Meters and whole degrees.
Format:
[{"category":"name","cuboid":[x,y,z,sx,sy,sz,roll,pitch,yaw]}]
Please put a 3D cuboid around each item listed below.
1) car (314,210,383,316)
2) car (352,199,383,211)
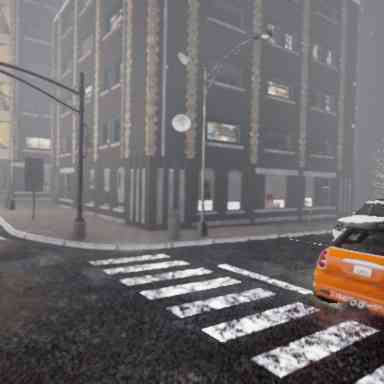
[{"category":"car","cuboid":[4.640,1.424,6.971,4.553,1.767,2.097,2,1,-36]},{"category":"car","cuboid":[7.896,1.334,13.178,5.566,2.045,2.150,2,1,-36]}]
